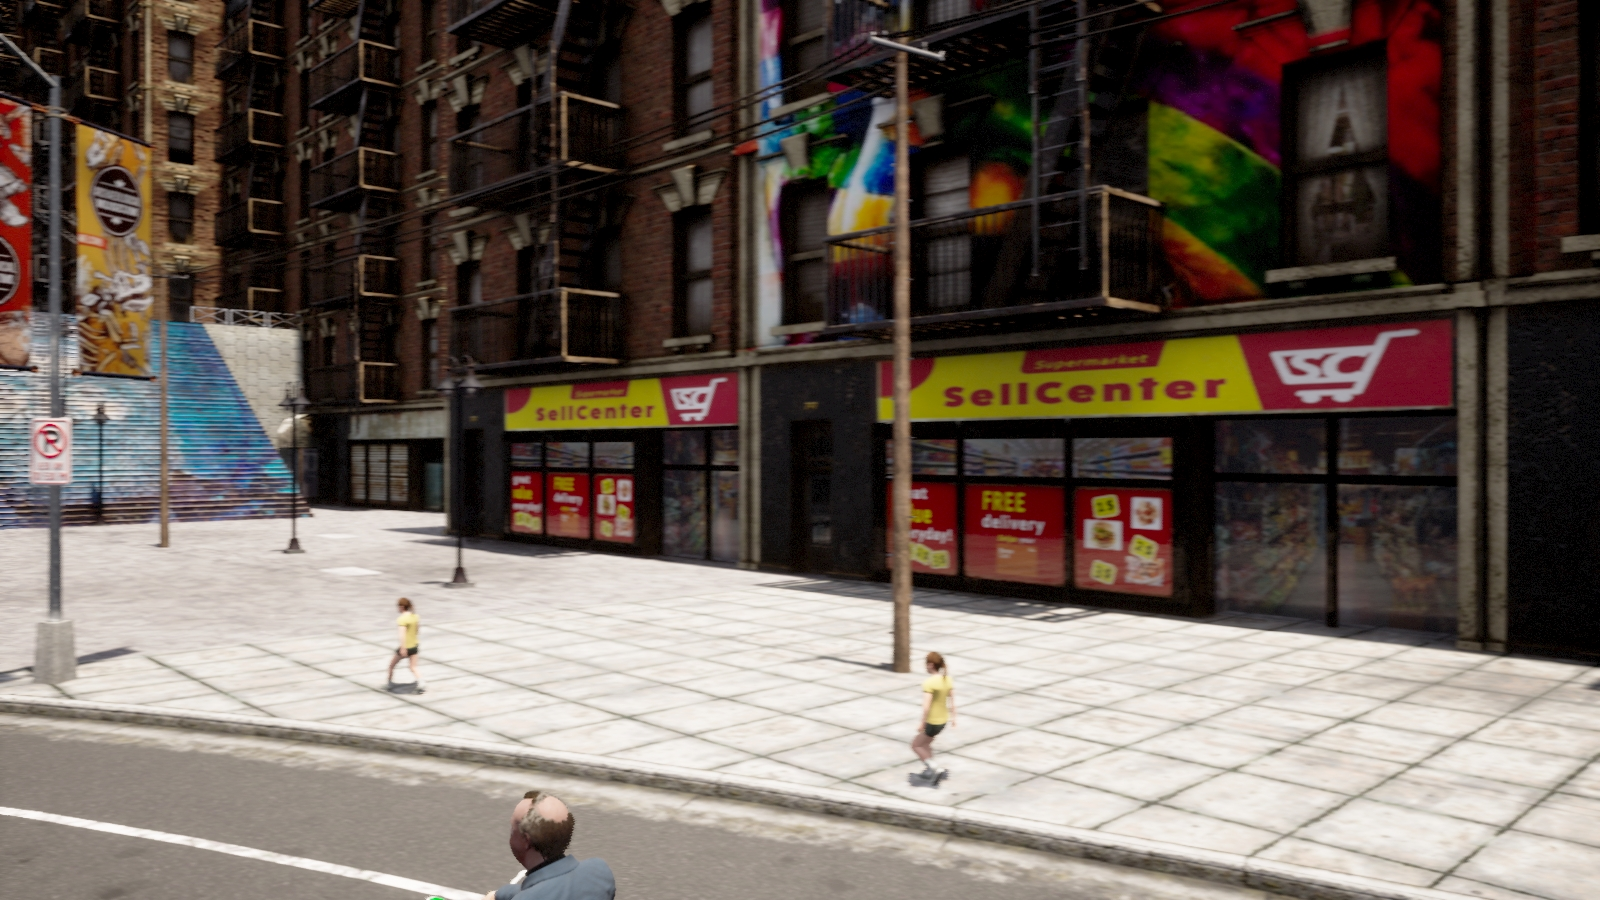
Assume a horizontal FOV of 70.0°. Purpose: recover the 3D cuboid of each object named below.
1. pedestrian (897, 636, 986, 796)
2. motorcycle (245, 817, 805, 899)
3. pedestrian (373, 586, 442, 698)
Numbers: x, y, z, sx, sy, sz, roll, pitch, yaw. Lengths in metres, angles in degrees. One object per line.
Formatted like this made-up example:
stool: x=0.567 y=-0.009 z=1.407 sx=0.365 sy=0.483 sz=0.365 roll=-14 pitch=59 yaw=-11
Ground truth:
pedestrian: x=1.115 y=2.070 z=8.996 sx=0.500 sy=1.100 sz=0.500 roll=0 pitch=0 yaw=44
motorcycle: x=-0.972 y=2.180 z=4.031 sx=1.805 sy=1.236 sz=0.856 roll=0 pitch=2 yaw=29
pedestrian: x=-4.270 y=2.071 z=12.433 sx=0.500 sy=1.100 sz=0.500 roll=0 pitch=0 yaw=27
